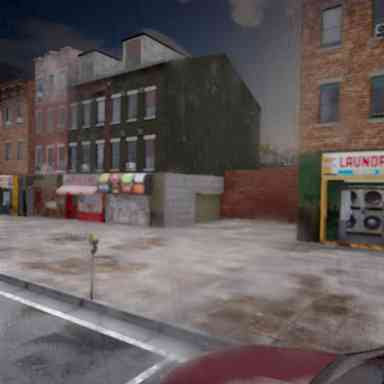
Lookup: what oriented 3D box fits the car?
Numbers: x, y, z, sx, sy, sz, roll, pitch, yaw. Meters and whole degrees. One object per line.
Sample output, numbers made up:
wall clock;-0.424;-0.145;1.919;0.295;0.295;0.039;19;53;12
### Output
car;1.516;1.584;1.710;4.206;1.307;1.802;0;1;36
